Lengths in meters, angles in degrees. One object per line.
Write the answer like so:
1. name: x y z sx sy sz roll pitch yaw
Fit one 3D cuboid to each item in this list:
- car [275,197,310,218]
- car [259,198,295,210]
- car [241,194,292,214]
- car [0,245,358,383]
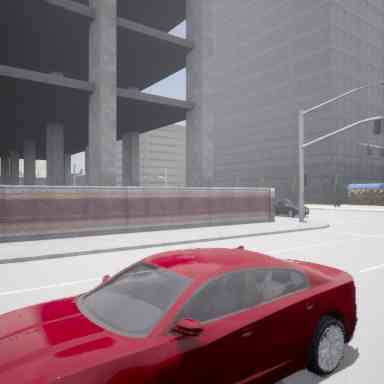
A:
1. car: 8.522 1.503 30.851 1.837 1.490 4.892 0 0 -35
2. car: 11.464 1.523 45.037 1.812 1.442 4.674 0 0 -36
3. car: 8.195 1.219 37.309 2.150 2.045 5.566 0 0 -36
4. car: -0.016 1.477 3.980 5.008 1.535 1.882 0 0 -35
